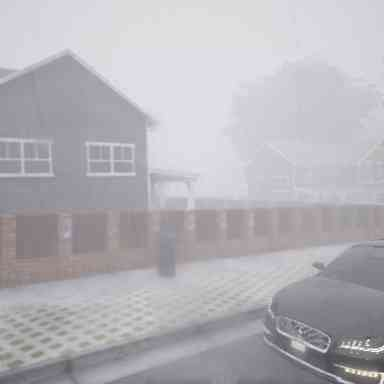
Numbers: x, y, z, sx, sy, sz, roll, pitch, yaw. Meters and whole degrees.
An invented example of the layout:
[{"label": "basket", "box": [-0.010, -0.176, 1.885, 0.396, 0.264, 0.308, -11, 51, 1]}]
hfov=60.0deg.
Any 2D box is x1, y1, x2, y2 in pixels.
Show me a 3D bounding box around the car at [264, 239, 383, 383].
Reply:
[{"label": "car", "box": [3.259, 1.553, 5.167, 4.892, 1.490, 1.837, 1, 0, -33]}]
